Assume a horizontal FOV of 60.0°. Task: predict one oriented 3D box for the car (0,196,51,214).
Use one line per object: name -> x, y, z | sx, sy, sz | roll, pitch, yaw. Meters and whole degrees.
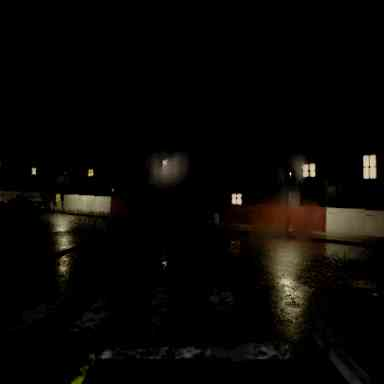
car -> -14.444, 1.047, 28.697 | 5.357, 1.411, 2.033 | 2, 0, 32
